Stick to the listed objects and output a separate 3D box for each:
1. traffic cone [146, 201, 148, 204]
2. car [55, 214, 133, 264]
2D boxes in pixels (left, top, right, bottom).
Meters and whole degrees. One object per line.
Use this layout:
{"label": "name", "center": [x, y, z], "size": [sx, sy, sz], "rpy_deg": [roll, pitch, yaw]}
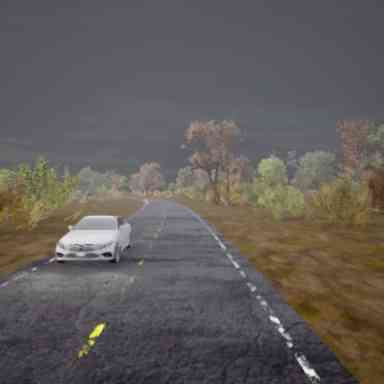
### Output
{"label": "traffic cone", "center": [-8.629, 2.070, 64.765], "size": [0.340, 0.580, 0.340], "rpy_deg": [0, 0, -8]}
{"label": "car", "center": [-3.286, 1.544, 11.992], "size": [1.812, 1.442, 4.674], "rpy_deg": [0, 0, -2]}
